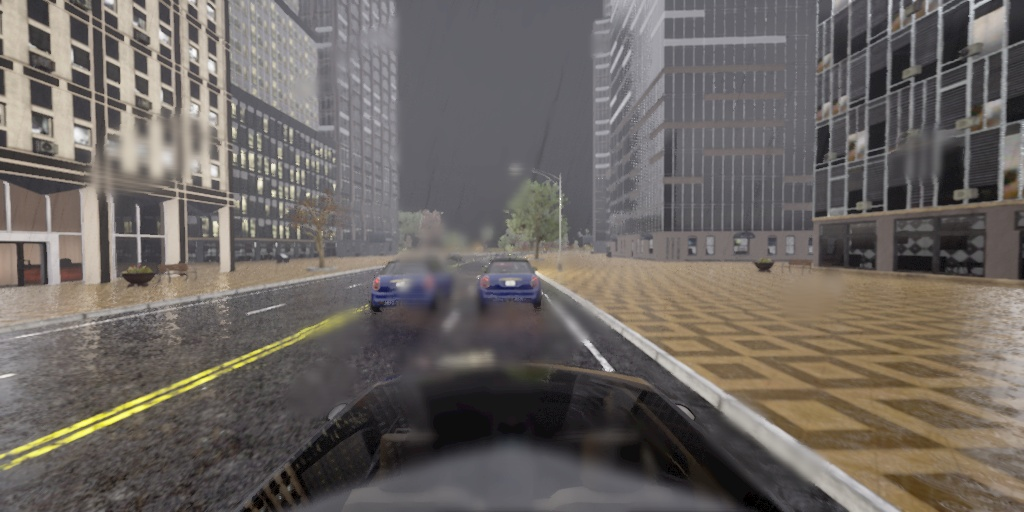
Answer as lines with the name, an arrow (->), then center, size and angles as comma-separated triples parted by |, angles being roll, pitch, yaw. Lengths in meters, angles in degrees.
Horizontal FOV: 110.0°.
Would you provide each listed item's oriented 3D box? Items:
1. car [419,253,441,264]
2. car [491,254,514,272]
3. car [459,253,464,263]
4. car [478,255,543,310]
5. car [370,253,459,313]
car -> -10.983, 0.280, 48.425 | 1.895, 1.301, 4.718 | 0, 1, 1
car -> -0.867, 0.583, 32.449 | 1.994, 1.385, 4.181 | 0, 1, -2
car -> -7.731, 0.265, 48.542 | 1.895, 1.301, 4.718 | 0, 1, 1
car -> -0.099, 0.822, 13.342 | 2.097, 1.767, 4.553 | 0, 1, -1
car -> -3.328, 0.846, 12.842 | 2.097, 1.767, 4.553 | 0, 1, -1
